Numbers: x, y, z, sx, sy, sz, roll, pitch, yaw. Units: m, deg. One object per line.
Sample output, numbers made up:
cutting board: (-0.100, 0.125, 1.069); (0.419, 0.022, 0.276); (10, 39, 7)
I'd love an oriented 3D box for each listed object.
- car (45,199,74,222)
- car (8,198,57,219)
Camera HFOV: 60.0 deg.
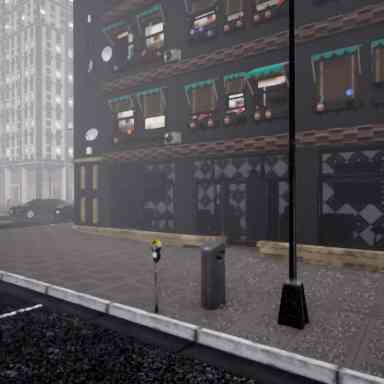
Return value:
car: (-7.317, 1.278, 22.792); (1.947, 1.339, 4.313); (1, 1, 35)
car: (-11.882, 1.237, 26.388); (1.837, 1.490, 4.892); (0, 1, 35)
